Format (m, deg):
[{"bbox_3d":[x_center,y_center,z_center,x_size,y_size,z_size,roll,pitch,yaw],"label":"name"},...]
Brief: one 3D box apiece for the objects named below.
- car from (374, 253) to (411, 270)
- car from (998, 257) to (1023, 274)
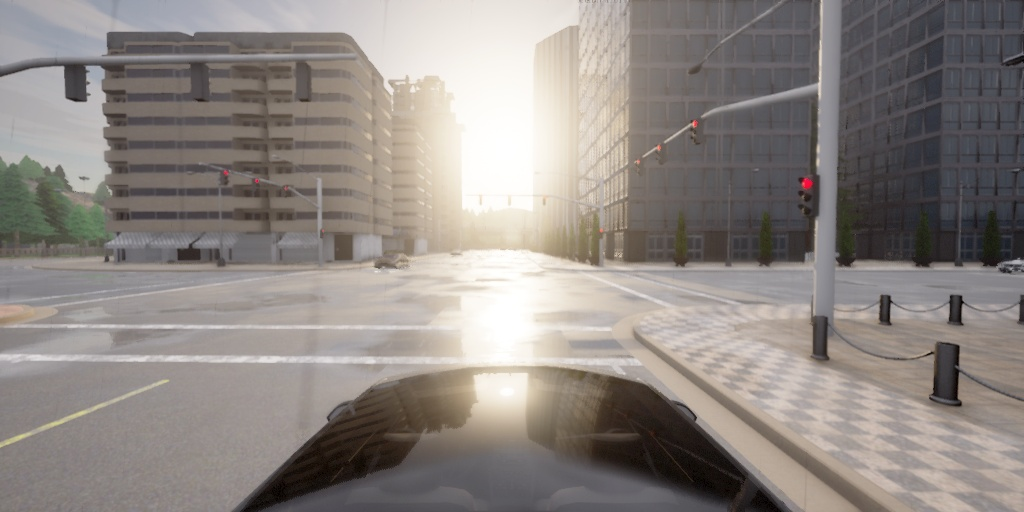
[{"bbox_3d":[-10.504,0.459,31.992,2.033,1.411,5.357,0,2,0],"label":"car"},{"bbox_3d":[36.182,0.575,24.313,4.674,1.442,1.812,0,2,0],"label":"car"}]
